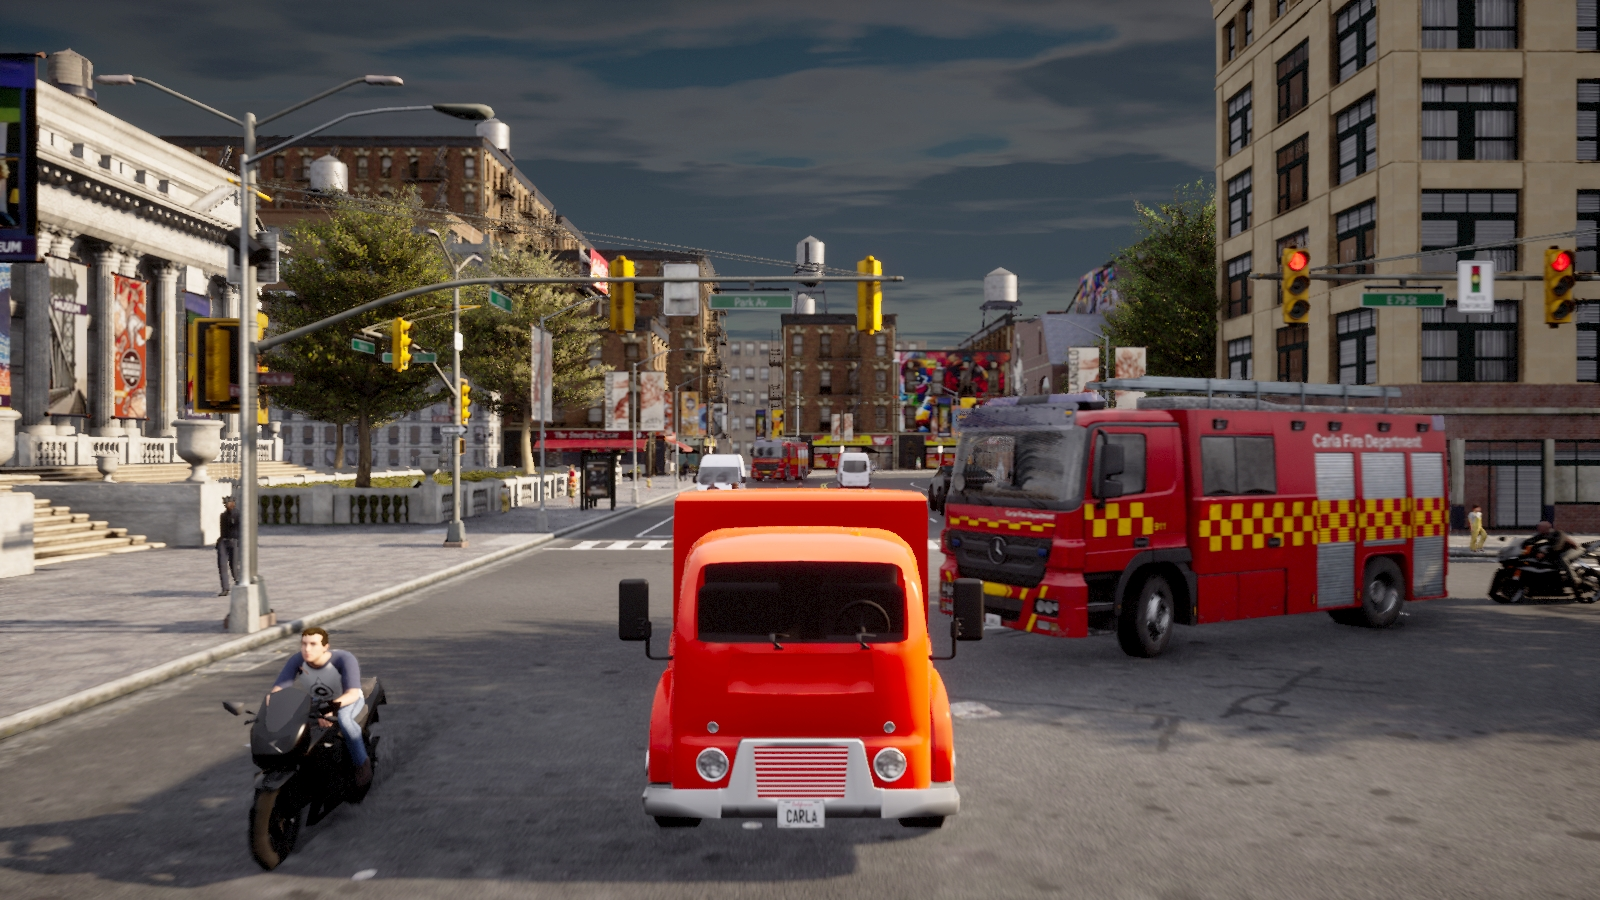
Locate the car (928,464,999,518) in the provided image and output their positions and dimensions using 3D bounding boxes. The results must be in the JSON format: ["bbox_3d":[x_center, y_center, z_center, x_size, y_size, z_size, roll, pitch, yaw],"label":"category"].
[{"bbox_3d":[7.029,1.717,49.808,2.390,2.098,6.274,0,0,2],"label":"car"}]

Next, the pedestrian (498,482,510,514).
[{"bbox_3d":[-12.069,1.943,46.619,0.375,1.300,0.375,0,0,6],"label":"pedestrian"}]

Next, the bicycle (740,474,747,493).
[{"bbox_3d":[-3.626,2.153,73.899,0.373,1.196,1.643,0,0,0],"label":"bicycle"}]

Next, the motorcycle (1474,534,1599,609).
[{"bbox_3d":[13.577,2.189,20.739,2.209,1.251,0.867,0,0,-4],"label":"motorcycle"}]

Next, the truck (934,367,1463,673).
[{"bbox_3d":[6.357,0.877,17.662,8.468,3.827,2.891,0,0,-30],"label":"truck"}]

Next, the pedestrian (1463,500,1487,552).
[{"bbox_3d":[17.391,1.959,29.428,0.375,1.300,0.375,0,0,-11],"label":"pedestrian"}]

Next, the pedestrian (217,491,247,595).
[{"bbox_3d":[-10.305,1.680,20.728,0.375,1.860,0.375,0,0,-3],"label":"pedestrian"}]

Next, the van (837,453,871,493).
[{"bbox_3d":[3.532,1.480,75.758,1.988,2.561,5.915,0,0,0],"label":"van"}]

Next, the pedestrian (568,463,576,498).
[{"bbox_3d":[-12.395,1.651,62.157,0.375,1.860,0.375,0,0,2],"label":"pedestrian"}]

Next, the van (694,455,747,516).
[{"bbox_3d":[-3.475,1.497,50.925,1.988,2.561,5.915,0,0,0],"label":"van"}]

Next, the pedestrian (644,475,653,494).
[{"bbox_3d":[-8.809,2.028,66.537,0.500,1.100,0.500,0,0,-5],"label":"pedestrian"}]

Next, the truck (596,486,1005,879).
[{"bbox_3d":[0.002,1.576,9.968,2.627,2.467,5.204,0,-1,0],"label":"truck"}]

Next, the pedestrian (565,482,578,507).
[{"bbox_3d":[-10.420,2.038,52.120,0.500,1.100,0.500,0,0,5],"label":"pedestrian"}]
